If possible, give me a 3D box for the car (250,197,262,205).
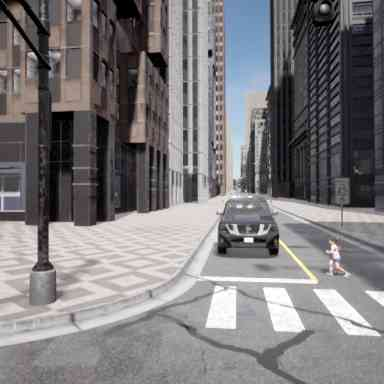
[{"bbox_3d":[11.852,1.644,61.497,1.895,1.301,4.718,0,0,7],"label":"car"}]

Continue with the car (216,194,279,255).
[{"bbox_3d":[2.265,1.263,13.890,2.150,2.045,5.566,0,0,8],"label":"car"}]

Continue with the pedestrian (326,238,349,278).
[{"bbox_3d":[3.820,1.695,8.845,0.500,1.100,0.500,0,-1,8],"label":"pedestrian"}]

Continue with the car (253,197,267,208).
[{"bbox_3d":[10.539,1.563,51.649,1.837,1.490,4.892,0,0,7],"label":"car"}]
